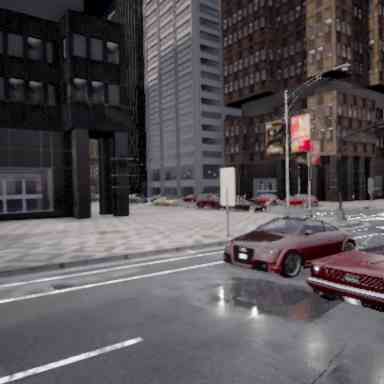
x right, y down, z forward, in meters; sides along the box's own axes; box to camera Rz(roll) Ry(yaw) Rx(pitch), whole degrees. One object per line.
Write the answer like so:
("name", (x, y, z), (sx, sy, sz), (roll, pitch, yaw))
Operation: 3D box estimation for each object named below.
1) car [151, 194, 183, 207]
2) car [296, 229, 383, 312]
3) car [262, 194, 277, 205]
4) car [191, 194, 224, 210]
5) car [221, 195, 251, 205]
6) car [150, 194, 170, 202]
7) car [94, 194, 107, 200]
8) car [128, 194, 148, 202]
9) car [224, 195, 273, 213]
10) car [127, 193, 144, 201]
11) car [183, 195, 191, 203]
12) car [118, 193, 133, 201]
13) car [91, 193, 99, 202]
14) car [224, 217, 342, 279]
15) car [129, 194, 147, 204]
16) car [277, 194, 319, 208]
("car", (-3.691, 1.360, 47.098), (1.752, 1.417, 4.829), (-2, 1, -36))
("car", (4.491, 1.490, 6.856), (4.718, 1.301, 1.895), (-1, 1, -35))
("car", (9.450, 0.990, 43.353), (1.967, 1.590, 4.097), (-2, 1, -36))
("car", (2.510, 1.112, 38.401), (2.192, 1.841, 5.009), (-2, 1, -36))
("car", (6.302, 1.151, 47.770), (1.802, 1.307, 4.206), (-2, 1, -36))
("car", (-6.409, 1.176, 65.567), (1.752, 1.417, 4.829), (-2, 1, -36))
("car", (-25.325, 1.315, 92.057), (1.752, 1.417, 4.829), (-2, 1, -36))
("car", (-10.906, 1.221, 67.116), (1.882, 1.535, 5.008), (-2, 1, -36))
("car", (5.670, 1.344, 33.990), (1.947, 1.339, 4.313), (-2, 1, -36))
("car", (-12.618, 1.135, 74.257), (1.967, 1.590, 4.097), (-2, 1, -36))
("car", (-0.005, 1.153, 56.599), (1.887, 1.381, 4.507), (-2, 1, -36))
("car", (-15.771, 1.158, 78.672), (1.967, 1.590, 4.097), (-2, 1, -36))
("car", (-22.716, 1.279, 73.727), (2.192, 1.841, 5.009), (-2, 1, -36))
("car", (2.945, 1.447, 9.743), (4.181, 1.385, 1.994), (-1, 1, -35))
("car", (-9.721, 1.314, 60.297), (1.837, 1.490, 4.892), (-2, 1, -36))
("car", (12.603, 0.972, 38.939), (1.967, 1.590, 4.097), (-2, 1, -36))
